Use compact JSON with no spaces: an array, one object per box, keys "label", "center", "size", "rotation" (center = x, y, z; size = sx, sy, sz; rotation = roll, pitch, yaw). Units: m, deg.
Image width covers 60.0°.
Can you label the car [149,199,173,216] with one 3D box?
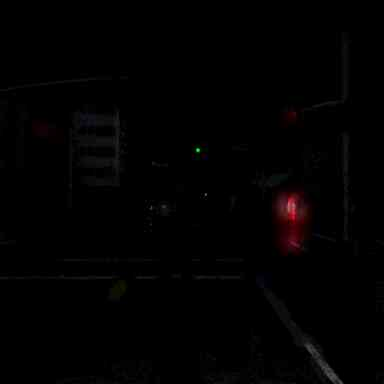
[{"label":"car","center":[-3.590,1.759,37.469],"size":[2.097,1.767,4.553],"rotation":[0,-1,0]}]

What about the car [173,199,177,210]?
[{"label":"car","center":[-3.562,1.934,53.913],"size":[2.097,1.767,4.553],"rotation":[0,-1,0]}]
